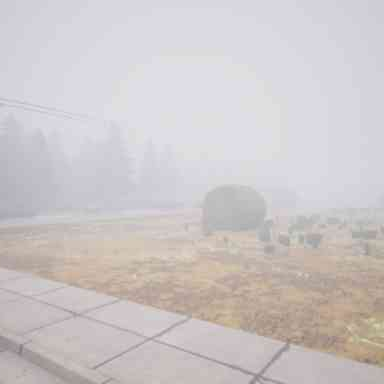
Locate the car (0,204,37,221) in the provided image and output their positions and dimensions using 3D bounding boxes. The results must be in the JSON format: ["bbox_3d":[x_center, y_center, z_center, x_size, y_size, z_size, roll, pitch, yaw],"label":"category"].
[{"bbox_3d":[-15.817,1.699,28.902,1.994,1.385,4.181,0,0,36],"label":"car"}]

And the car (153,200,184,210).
[{"bbox_3d":[-3.277,1.734,45.849,1.895,1.301,4.718,0,0,37],"label":"car"}]

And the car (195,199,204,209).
[{"bbox_3d":[2.209,1.645,47.085,1.812,1.442,4.674,0,0,36],"label":"car"}]

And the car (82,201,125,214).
[{"bbox_3d":[-9.808,1.735,37.039,1.895,1.301,4.718,0,0,36],"label":"car"}]
